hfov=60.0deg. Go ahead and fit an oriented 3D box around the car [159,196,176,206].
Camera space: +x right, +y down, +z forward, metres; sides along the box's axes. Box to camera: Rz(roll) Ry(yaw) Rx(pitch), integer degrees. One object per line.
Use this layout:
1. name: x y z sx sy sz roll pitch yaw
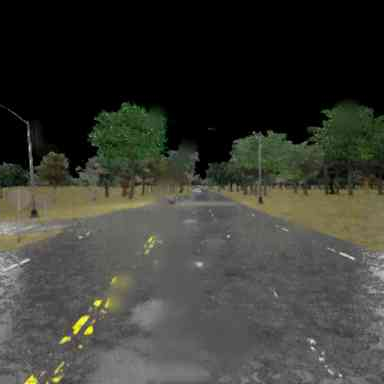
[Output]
1. car: -3.100 1.120 43.126 1.895 1.301 4.718 0 1 2
